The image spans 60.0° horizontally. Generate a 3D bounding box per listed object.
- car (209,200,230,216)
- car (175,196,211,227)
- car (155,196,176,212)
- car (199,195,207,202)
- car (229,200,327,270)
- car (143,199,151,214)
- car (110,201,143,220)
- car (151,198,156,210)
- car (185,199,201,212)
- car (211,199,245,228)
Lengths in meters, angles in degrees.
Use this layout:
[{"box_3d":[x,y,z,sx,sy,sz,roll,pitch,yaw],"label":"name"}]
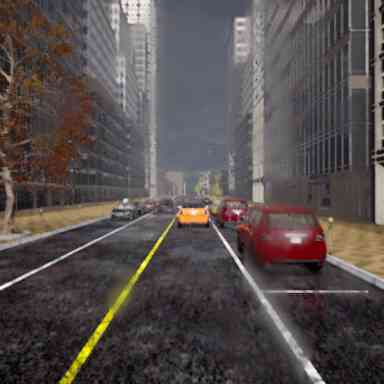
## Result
[{"box_3d":[2.701,1.593,33.934,1.752,1.417,4.829,0,0,0],"label":"car"},{"box_3d":[0.105,1.400,23.516,2.097,1.767,4.553,0,0,0],"label":"car"},{"box_3d":[-3.083,1.586,41.075,1.837,1.490,4.892,0,0,0],"label":"car"},{"box_3d":[2.713,1.575,84.992,1.967,1.590,4.097,0,0,0],"label":"car"},{"box_3d":[2.696,1.339,10.996,2.192,1.841,5.009,0,0,0],"label":"car"},{"box_3d":[-5.680,1.634,33.779,1.947,1.339,4.313,0,0,0],"label":"car"},{"box_3d":[-5.681,1.609,28.087,2.008,1.369,4.403,0,0,0],"label":"car"},{"box_3d":[-5.677,1.668,45.162,1.802,1.307,4.206,0,0,0],"label":"car"},{"box_3d":[0.108,1.605,41.308,1.812,1.442,4.674,0,0,0],"label":"car"},{"box_3d":[2.699,1.362,22.381,2.192,1.841,5.009,0,0,0],"label":"car"}]
